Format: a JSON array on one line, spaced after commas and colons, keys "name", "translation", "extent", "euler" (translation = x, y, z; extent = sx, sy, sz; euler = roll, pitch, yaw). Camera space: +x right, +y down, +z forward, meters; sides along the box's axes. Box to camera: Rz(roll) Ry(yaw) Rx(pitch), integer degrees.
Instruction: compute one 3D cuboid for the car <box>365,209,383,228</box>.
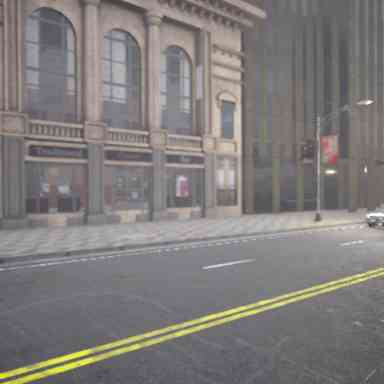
[{"name": "car", "translation": [12.858, 1.576, 20.825], "extent": [4.718, 1.301, 1.895], "euler": [0, 0, -35]}]
